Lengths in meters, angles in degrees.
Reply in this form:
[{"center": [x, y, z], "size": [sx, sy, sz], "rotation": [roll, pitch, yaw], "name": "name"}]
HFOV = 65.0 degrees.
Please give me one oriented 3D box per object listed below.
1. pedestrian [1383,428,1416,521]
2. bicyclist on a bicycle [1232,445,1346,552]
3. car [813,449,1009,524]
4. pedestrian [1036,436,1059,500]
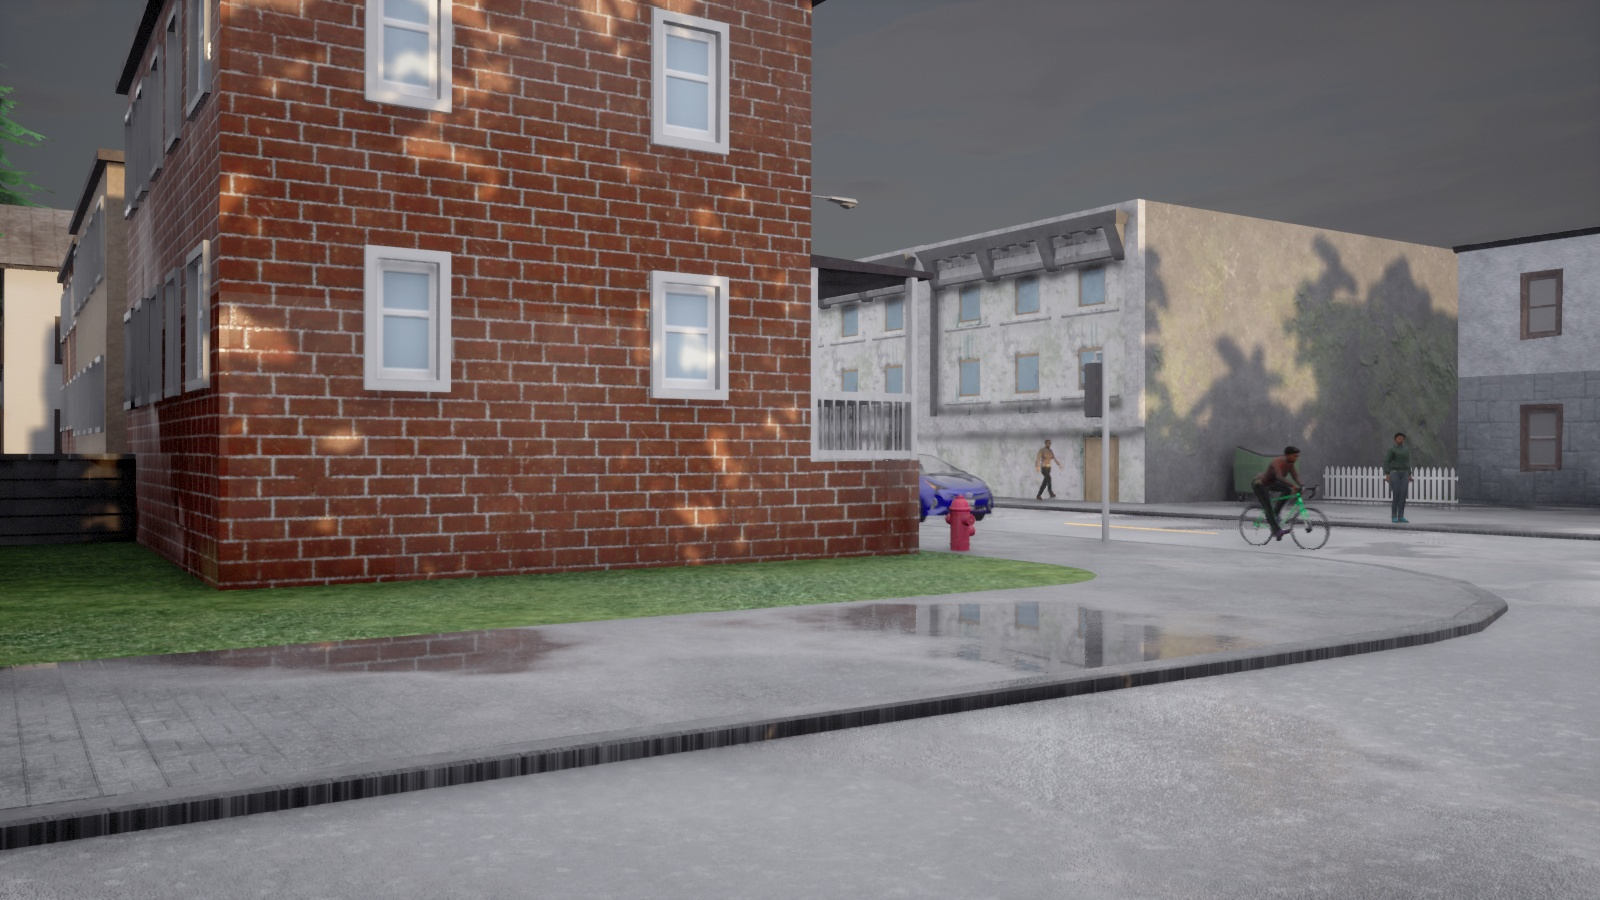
[{"center": [12.145, 0.491, 25.450], "size": [0.353, 1.847, 0.614], "rotation": [0, 0, -3], "name": "pedestrian"}, {"center": [7.706, 0.730, 19.864], "size": [0.582, 1.620, 1.656], "rotation": [0, 0, -33], "name": "bicyclist on a bicycle"}, {"center": [2.374, 0.755, 28.086], "size": [2.007, 1.525, 4.514], "rotation": [0, 0, -33], "name": "car"}, {"center": [7.266, 0.529, 36.907], "size": [0.331, 1.846, 0.634], "rotation": [0, 0, -26], "name": "pedestrian"}]
